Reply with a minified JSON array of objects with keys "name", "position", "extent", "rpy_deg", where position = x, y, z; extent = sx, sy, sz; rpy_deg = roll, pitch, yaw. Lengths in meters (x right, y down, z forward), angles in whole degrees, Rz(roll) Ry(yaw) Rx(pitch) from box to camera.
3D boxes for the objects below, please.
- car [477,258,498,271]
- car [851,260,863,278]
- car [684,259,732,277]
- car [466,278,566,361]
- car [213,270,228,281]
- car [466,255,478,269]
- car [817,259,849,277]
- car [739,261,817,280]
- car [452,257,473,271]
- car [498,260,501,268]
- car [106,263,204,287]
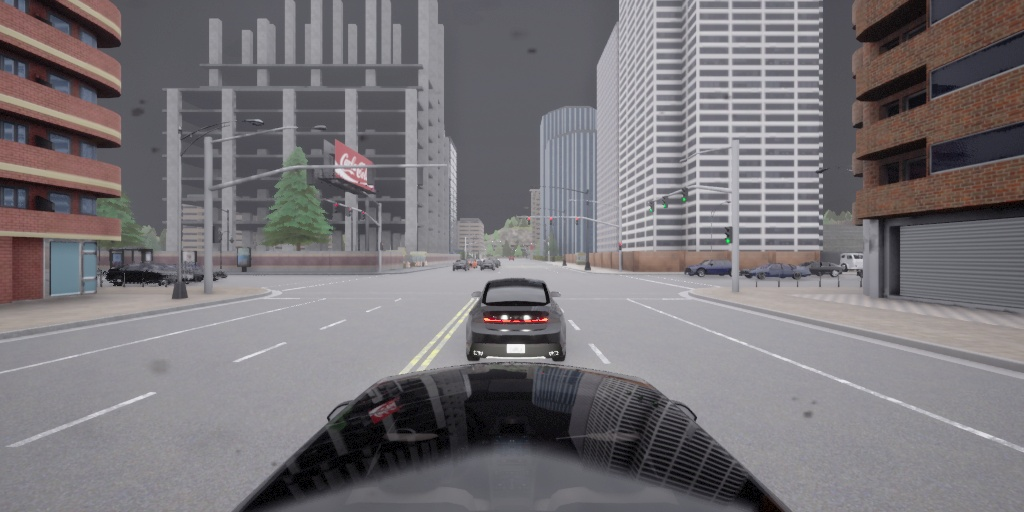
[{"name":"car","position":[-3.360,1.255,50.297],"extent":[1.837,1.490,4.892],"rpy_deg":[0,0,0]},{"name":"car","position":[32.716,1.314,31.192],"extent":[4.181,1.385,1.994],"rpy_deg":[0,0,0]},{"name":"car","position":[19.214,1.102,34.700],"extent":[4.553,1.767,2.097],"rpy_deg":[0,0,0]},{"name":"car","position":[0.093,1.255,8.235],"extent":[1.837,1.490,4.892],"rpy_deg":[0,0,1]},{"name":"car","position":[-25.058,1.297,27.473],"extent":[5.357,1.411,2.033],"rpy_deg":[0,0,0]},{"name":"car","position":[-6.812,1.102,57.973],"extent":[2.097,1.767,4.553],"rpy_deg":[0,0,0]},{"name":"car","position":[29.064,1.255,34.695],"extent":[4.892,1.490,1.837],"rpy_deg":[0,0,0]},{"name":"car","position":[22.804,1.297,31.202],"extent":[5.357,1.411,2.033],"rpy_deg":[0,0,0]},{"name":"car","position":[-6.869,1.255,48.767],"extent":[1.837,1.490,4.892],"rpy_deg":[0,0,0]},{"name":"car","position":[-3.295,1.102,60.422],"extent":[2.097,1.767,4.553],"rpy_deg":[0,0,0]},{"name":"car","position":[-23.986,1.241,23.978],"extent":[4.902,1.511,2.128],"rpy_deg":[0,0,0]}]
